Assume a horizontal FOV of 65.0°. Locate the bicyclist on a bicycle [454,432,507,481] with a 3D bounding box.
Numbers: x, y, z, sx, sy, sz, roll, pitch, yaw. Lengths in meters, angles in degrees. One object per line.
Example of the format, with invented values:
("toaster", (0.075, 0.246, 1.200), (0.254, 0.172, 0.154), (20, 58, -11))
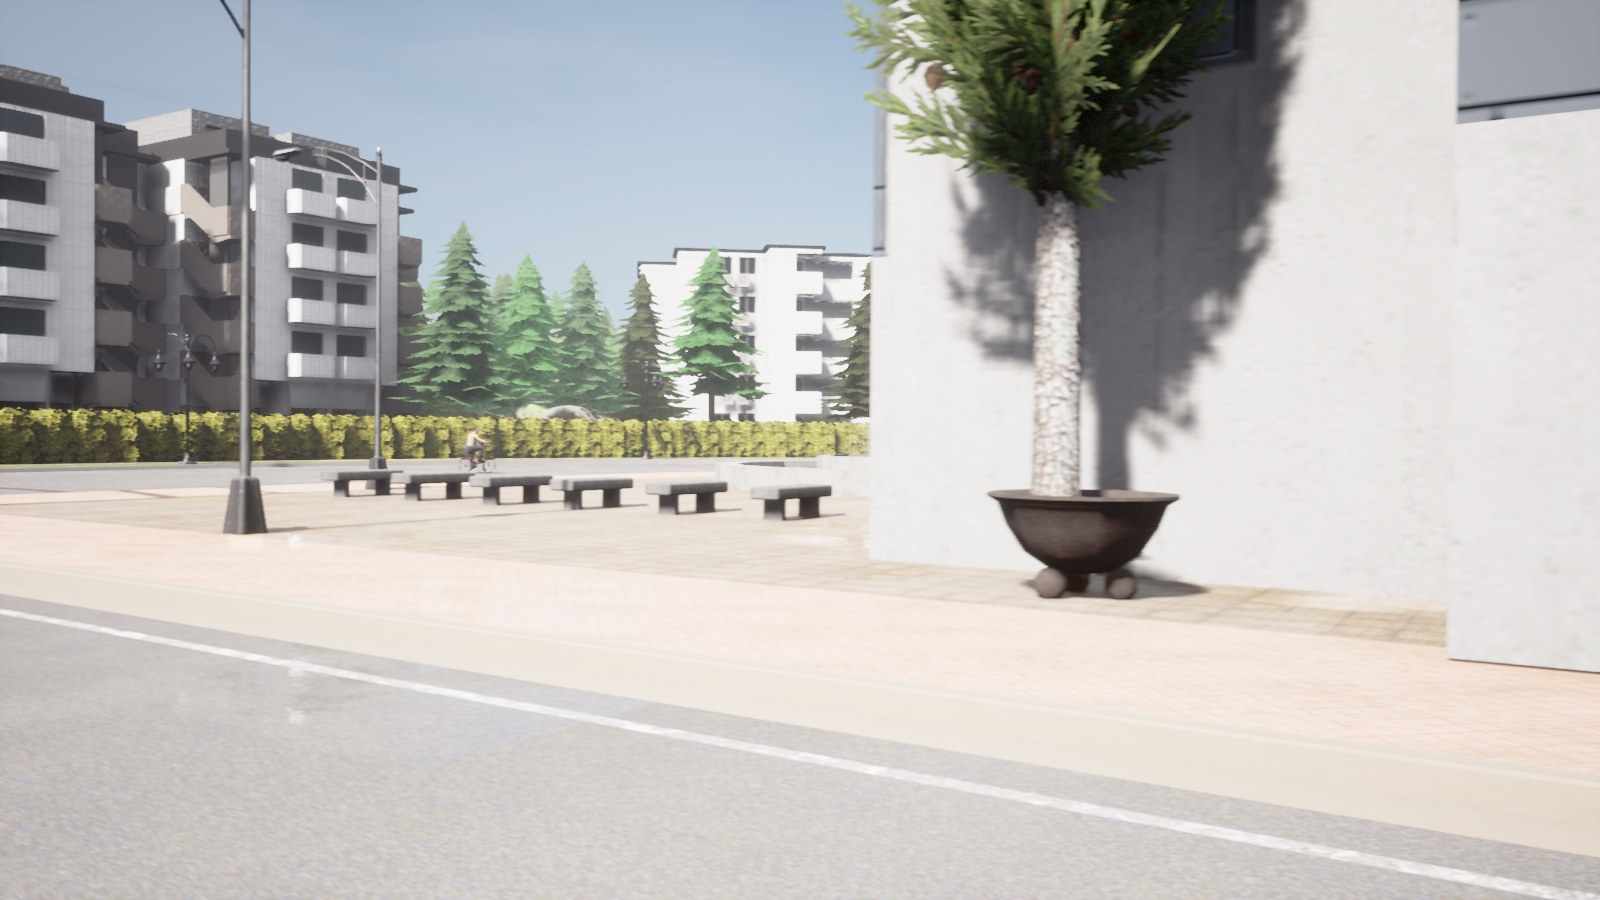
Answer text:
("bicyclist on a bicycle", (-10.754, 0.189, 42.321), (0.866, 1.612, 1.509), (1, 1, 39))
